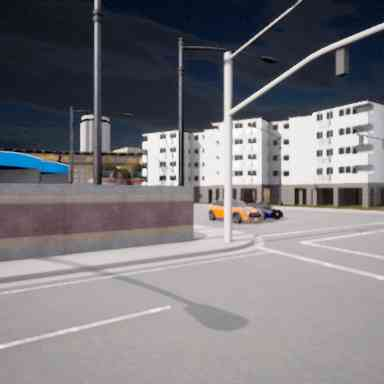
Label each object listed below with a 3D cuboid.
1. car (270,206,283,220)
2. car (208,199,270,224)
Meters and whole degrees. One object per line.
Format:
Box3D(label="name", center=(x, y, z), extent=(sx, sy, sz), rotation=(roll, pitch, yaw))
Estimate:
Box3D(label="car", center=(5.548, 1.575, 27.807), extent=(1.994, 1.385, 4.181), rotation=(0, 0, -35))
Box3D(label="car", center=(3.226, 1.361, 25.047), extent=(2.097, 1.767, 4.553), rotation=(0, 0, -33))
